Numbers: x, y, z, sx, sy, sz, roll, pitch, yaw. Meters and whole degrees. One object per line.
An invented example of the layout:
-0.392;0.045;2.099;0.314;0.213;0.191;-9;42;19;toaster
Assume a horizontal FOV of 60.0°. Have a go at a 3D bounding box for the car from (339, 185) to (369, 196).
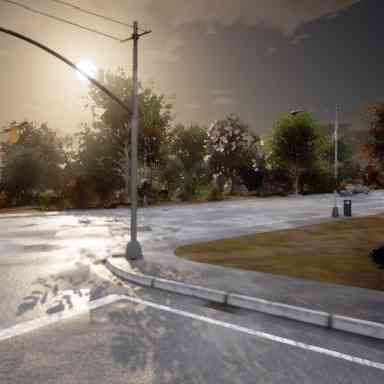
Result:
23.286;-0.262;47.847;4.902;1.511;2.128;-3;2;-25;car
